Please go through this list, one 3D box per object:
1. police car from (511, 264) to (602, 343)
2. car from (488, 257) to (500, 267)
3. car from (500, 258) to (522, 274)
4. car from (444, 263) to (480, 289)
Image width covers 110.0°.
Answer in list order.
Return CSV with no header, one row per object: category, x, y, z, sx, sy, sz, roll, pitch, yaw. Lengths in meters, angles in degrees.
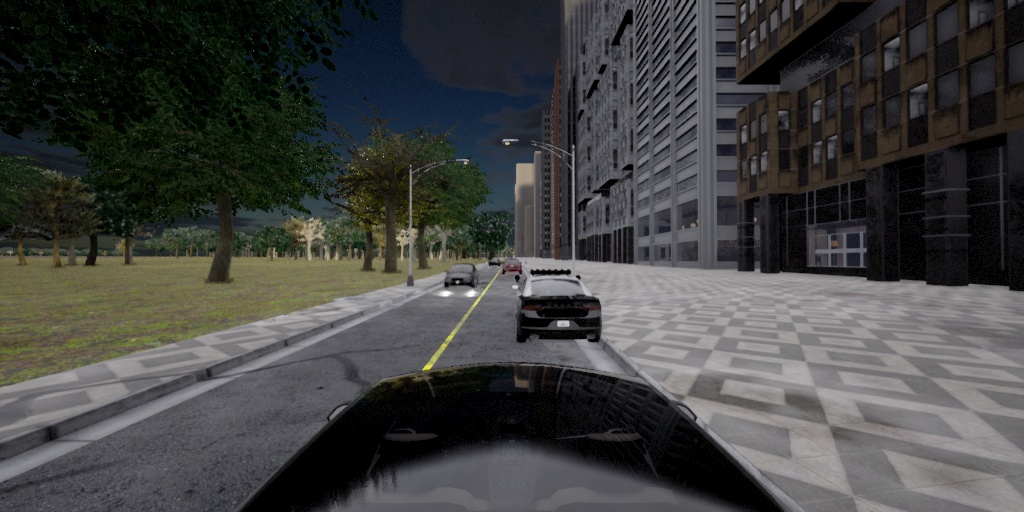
police car,1.038,1.173,9.859,1.930,1.638,5.238,0,0,0
car,-3.158,1.018,64.295,2.097,1.767,4.553,0,0,0
car,0.018,1.058,39.646,2.097,1.767,4.553,0,0,0
car,-3.133,1.242,23.053,1.837,1.490,4.892,0,0,0
